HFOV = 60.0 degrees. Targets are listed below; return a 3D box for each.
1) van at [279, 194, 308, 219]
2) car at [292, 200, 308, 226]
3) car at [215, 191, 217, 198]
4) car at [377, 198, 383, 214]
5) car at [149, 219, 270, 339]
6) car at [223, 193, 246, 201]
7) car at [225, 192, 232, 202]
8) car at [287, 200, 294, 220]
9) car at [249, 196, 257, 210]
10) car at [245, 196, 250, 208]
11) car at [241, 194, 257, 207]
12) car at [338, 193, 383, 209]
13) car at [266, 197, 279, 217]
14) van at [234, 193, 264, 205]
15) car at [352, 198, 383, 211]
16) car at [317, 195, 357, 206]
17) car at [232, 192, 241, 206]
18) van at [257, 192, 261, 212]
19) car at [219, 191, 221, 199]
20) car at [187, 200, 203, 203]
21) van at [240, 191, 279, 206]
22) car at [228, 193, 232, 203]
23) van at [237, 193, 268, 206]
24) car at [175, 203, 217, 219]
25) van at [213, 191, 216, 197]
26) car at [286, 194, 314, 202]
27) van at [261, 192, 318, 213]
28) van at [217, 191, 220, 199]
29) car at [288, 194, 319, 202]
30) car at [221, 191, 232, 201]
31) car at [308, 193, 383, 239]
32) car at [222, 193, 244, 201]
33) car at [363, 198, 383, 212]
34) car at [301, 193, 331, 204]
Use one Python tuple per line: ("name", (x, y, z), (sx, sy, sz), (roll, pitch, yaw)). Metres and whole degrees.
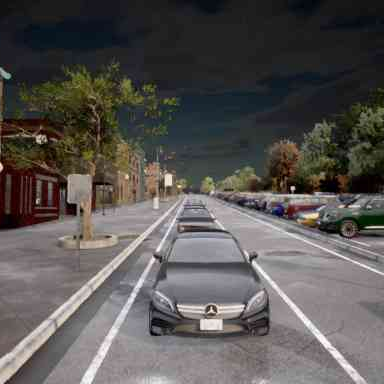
("van", (9.346, 1.237, 25.416), (4.442, 1.987, 1.878), (0, 0, 0))
("car", (9.082, 1.466, 19.808), (5.366, 1.575, 1.946), (0, 0, 0))
("car", (8.845, 1.064, 81.488), (5.008, 1.535, 2.097), (0, 1, 0))
("car", (22.432, 1.444, 34.622), (5.366, 1.575, 1.946), (0, 0, 0))
("car", (0.255, 1.524, 6.803), (1.812, 1.442, 4.674), (0, 0, 0))
("car", (8.895, 1.039, 70.274), (4.553, 1.767, 2.185), (0, 1, 0))
("car", (8.980, 1.279, 61.867), (4.674, 1.452, 2.002), (0, 1, 0))
("car", (9.251, 1.506, 22.613), (4.674, 1.452, 2.002), (0, 0, 0))
("car", (9.183, 1.469, 36.631), (4.792, 1.488, 2.163), (0, 0, 0))
("car", (9.132, 1.465, 39.439), (4.674, 1.452, 2.002), (0, 0, 0))
("car", (9.122, 1.408, 42.242), (4.892, 1.521, 2.231), (0, 0, 0))
("car", (22.162, 1.153, 42.948), (5.566, 2.045, 2.435), (0, 0, 0))
("car", (9.205, 1.460, 28.219), (5.008, 1.535, 2.097), (0, 0, 0))
("van", (9.156, 1.088, 53.456), (4.442, 1.987, 1.878), (0, 1, 0))
("car", (22.238, 1.451, 40.176), (4.792, 1.488, 2.163), (0, 0, 0))
("car", (22.321, 1.332, 51.279), (5.366, 1.575, 1.946), (0, 1, 0))
("car", (9.050, 1.113, 47.848), (5.566, 2.045, 2.435), (0, 1, 0))
("van", (9.289, 1.222, 33.828), (4.442, 1.987, 1.878), (0, 0, 0))
("car", (8.917, 0.938, 67.470), (5.566, 2.045, 2.435), (0, 1, 0))
("car", (0.230, 1.442, 29.830), (2.128, 1.511, 4.902), (0, 0, 0))
("van", (9.213, 1.163, 45.048), (4.442, 1.987, 1.878), (0, 0, 0))
("car", (9.014, 1.290, 56.260), (4.892, 1.521, 2.231), (0, 1, 0))
("van", (9.175, 1.113, 50.653), (4.442, 1.987, 1.878), (0, 1, 0))
("car", (0.199, 1.532, 17.382), (2.033, 1.411, 5.357), (0, 0, 0))
("van", (8.677, 0.764, 89.895), (4.442, 1.987, 1.878), (0, 1, 0))
("car", (22.028, 1.188, 67.933), (4.892, 1.521, 2.231), (0, 1, 0))
("van", (9.075, 1.230, 31.025), (4.442, 1.987, 1.878), (0, 0, 0))
("van", (8.753, 0.863, 78.682), (4.442, 1.987, 1.878), (0, 1, 0))
("car", (21.856, 1.208, 65.155), (5.366, 1.575, 1.946), (0, 0, 0))
("car", (8.936, 0.963, 64.667), (5.566, 2.045, 2.435), (0, 1, 0))
("car", (9.258, 1.220, 17.006), (5.566, 2.045, 2.435), (0, 0, 0))
("car", (8.876, 1.014, 73.078), (4.553, 1.767, 2.185), (0, 1, 0))
("car", (22.199, 1.468, 37.392), (4.792, 1.488, 2.163), (0, 0, 0))
("car", (22.109, 1.135, 59.605), (4.553, 1.767, 2.185), (0, 1, 0))
